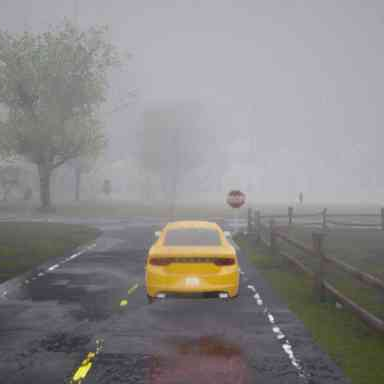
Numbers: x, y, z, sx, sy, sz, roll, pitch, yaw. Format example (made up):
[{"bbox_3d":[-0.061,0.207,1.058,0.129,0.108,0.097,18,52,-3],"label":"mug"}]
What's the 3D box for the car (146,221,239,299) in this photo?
[{"bbox_3d":[0.011,1.474,8.518,1.882,1.535,5.008,0,0,0],"label":"car"}]
